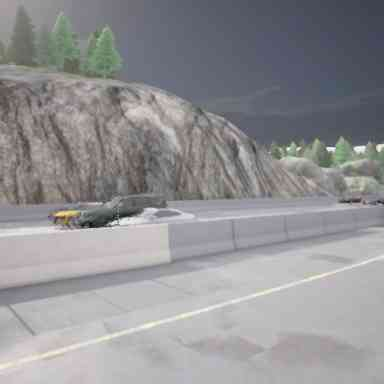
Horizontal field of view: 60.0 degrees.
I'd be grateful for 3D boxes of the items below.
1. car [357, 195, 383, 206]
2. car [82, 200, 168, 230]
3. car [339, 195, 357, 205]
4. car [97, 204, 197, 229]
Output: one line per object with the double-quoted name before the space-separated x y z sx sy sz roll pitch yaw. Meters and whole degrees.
"car" 26.923 1.250 49.055 4.902 1.511 2.128 0 0 -40
"car" -3.798 1.178 18.861 5.566 2.045 2.150 0 0 -39
"car" 24.668 1.201 51.732 5.008 1.535 1.882 0 0 -40
"car" -1.823 1.482 15.971 4.674 1.442 1.812 0 0 -39
